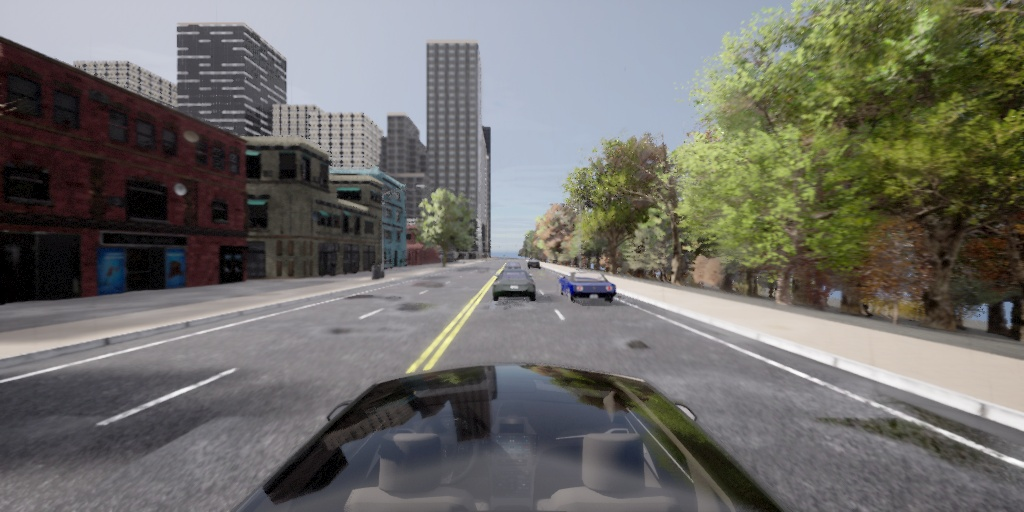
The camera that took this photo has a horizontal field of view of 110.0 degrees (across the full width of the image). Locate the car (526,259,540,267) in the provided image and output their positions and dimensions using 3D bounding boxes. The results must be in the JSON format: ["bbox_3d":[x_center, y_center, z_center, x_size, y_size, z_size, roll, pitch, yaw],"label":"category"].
[{"bbox_3d":[3.356,1.238,56.648,1.882,1.535,5.008,0,0,0],"label":"car"}]

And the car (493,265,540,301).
[{"bbox_3d":[0.101,1.319,17.568,1.994,1.385,4.181,0,0,0],"label":"car"}]

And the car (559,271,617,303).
[{"bbox_3d":[3.352,1.355,16.847,1.895,1.301,4.718,0,0,0],"label":"car"}]

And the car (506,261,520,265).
[{"bbox_3d":[0.105,1.305,39.607,2.033,1.411,5.357,0,0,0],"label":"car"}]
